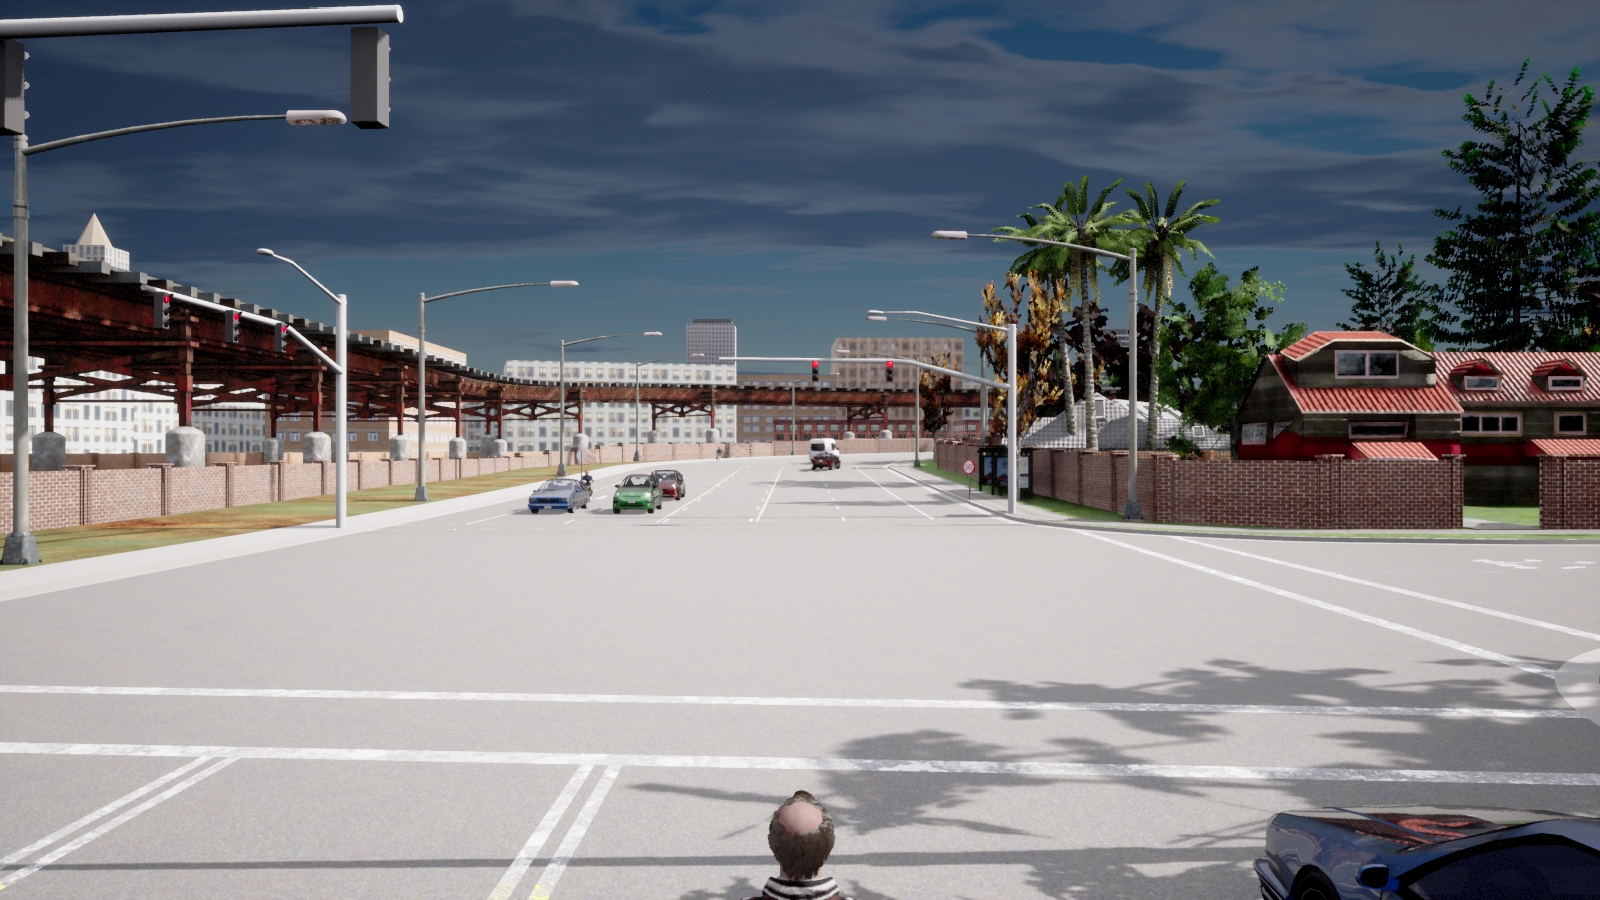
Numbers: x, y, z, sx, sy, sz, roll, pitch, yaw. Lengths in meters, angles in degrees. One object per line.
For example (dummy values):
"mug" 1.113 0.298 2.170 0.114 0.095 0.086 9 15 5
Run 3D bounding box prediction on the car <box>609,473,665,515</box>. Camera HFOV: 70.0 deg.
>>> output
"car" -7.031 1.877 49.684 1.851 1.617 3.988 0 1 0

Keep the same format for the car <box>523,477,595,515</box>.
"car" -10.533 1.979 50.372 2.033 1.411 5.357 0 1 0

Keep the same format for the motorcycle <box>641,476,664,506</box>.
"motorcycle" -7.053 1.947 54.746 0.856 1.341 1.805 0 1 0

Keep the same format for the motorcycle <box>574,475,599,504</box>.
"motorcycle" -10.476 1.934 56.002 0.856 1.341 1.805 0 1 1

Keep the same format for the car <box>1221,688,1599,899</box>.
"car" 3.467 2.106 4.038 2.033 1.411 5.357 0 0 1

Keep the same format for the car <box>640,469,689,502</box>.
"car" -7.040 1.800 59.633 2.007 1.525 4.514 0 1 0

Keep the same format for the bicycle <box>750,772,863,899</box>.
"bicycle" 0.019 2.048 3.681 0.329 1.496 1.835 0 0 0
